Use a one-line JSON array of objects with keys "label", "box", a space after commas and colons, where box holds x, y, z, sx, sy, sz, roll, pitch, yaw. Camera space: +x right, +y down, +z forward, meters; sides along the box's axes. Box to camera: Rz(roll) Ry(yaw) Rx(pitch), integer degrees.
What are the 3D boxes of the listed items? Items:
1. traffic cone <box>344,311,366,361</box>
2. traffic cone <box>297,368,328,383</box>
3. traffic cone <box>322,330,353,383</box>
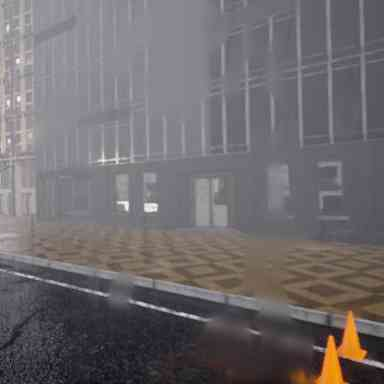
[{"label": "traffic cone", "box": [2.201, 1.951, 4.628, 0.340, 0.580, 0.340, 0, 0, 37]}, {"label": "traffic cone", "box": [0.997, 1.954, 3.031, 0.340, 0.580, 0.340, 0, 0, 37]}, {"label": "traffic cone", "box": [1.599, 1.952, 3.829, 0.340, 0.580, 0.340, 0, 0, 37]}]
